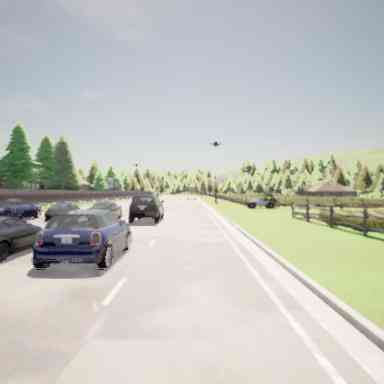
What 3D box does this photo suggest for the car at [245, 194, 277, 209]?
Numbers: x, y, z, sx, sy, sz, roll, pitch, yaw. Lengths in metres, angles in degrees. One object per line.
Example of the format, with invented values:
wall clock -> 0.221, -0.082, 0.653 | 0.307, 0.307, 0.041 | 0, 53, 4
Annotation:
car -> 8.916, 1.225, 42.776 | 3.866, 1.878, 1.905 | 0, 0, 0

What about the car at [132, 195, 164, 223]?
car -> -3.441, 1.231, 25.769 | 2.150, 2.045, 5.566 | 0, 0, 0

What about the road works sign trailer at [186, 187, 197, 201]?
road works sign trailer -> -0.010, 0.487, 83.571 | 2.380, 3.560, 2.880 | 0, 0, 0

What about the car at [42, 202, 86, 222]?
car -> -10.432, 1.572, 27.506 | 1.994, 1.385, 4.181 | 0, 0, 0

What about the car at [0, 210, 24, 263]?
car -> -6.932, 1.567, 12.004 | 1.994, 1.385, 4.181 | 0, 0, 0

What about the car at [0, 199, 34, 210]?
car -> -13.937, 1.358, 26.590 | 2.097, 1.767, 4.553 | 0, 0, 0

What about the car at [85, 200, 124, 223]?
car -> -6.934, 1.514, 26.970 | 1.837, 1.490, 4.892 | 0, 0, 0

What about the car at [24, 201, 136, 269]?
car -> -3.437, 1.355, 11.286 | 2.097, 1.767, 4.553 | 0, 0, 0
